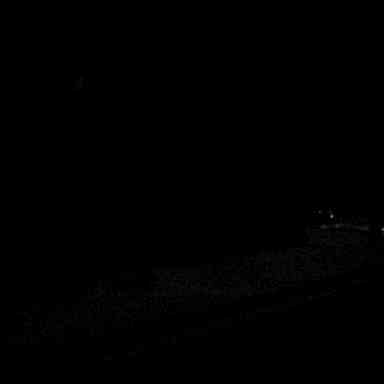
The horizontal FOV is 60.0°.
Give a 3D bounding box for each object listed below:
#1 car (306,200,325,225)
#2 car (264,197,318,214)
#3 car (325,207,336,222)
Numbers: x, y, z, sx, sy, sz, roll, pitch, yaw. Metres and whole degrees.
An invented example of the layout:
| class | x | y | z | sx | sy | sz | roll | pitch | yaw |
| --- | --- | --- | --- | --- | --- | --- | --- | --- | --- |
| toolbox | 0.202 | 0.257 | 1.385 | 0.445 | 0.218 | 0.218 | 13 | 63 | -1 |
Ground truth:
| class | x | y | z | sx | sy | sz | roll | pitch | yaw |
| --- | --- | --- | --- | --- | --- | --- | --- | --- | --- |
| car | 5.721 | 1.138 | 22.015 | 2.192 | 1.841 | 5.009 | 1 | 0 | -36 |
| car | 9.302 | 1.224 | 31.589 | 1.752 | 1.417 | 4.829 | 1 | 0 | -36 |
| car | 7.805 | 1.297 | 23.835 | 2.128 | 1.511 | 4.902 | 0 | 1 | -34 |
